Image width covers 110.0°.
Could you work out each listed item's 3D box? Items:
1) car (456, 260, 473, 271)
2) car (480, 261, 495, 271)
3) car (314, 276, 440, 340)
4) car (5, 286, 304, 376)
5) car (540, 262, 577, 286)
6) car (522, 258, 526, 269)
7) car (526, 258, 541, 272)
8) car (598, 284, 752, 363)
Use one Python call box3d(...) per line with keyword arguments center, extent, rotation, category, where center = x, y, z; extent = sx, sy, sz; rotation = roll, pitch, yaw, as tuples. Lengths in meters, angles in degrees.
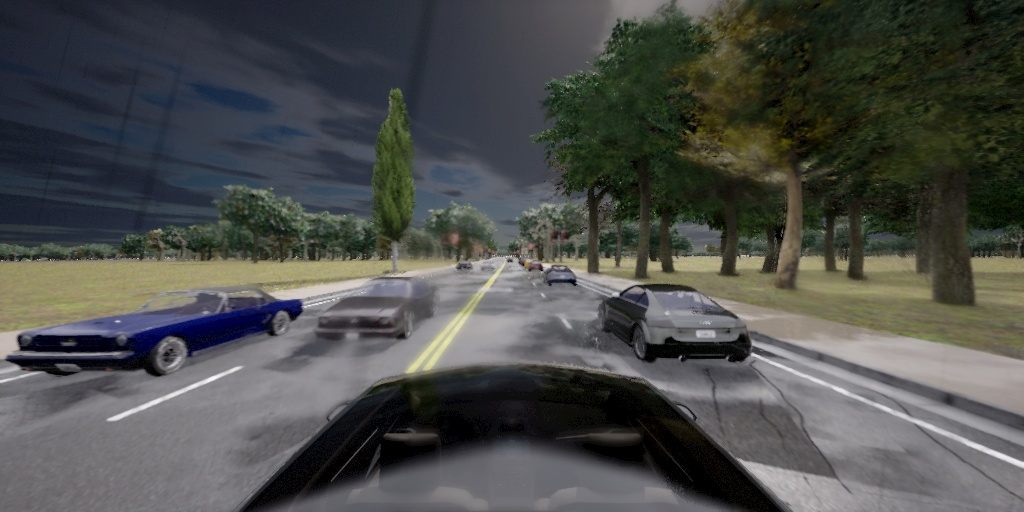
box3d(center=(-6.701, 1.345, 51.355), extent=(2.033, 1.411, 5.357), rotation=(0, 0, 0), category="car")
box3d(center=(-3.459, 1.399, 51.677), extent=(1.895, 1.301, 4.718), rotation=(0, 0, 0), category="car")
box3d(center=(-3.357, 1.300, 10.213), extent=(2.033, 1.411, 5.357), rotation=(0, 0, 0), category="car")
box3d(center=(-6.605, 1.353, 7.544), extent=(1.895, 1.301, 4.718), rotation=(0, 0, 0), category="car")
box3d(center=(3.315, 1.326, 25.447), extent=(1.994, 1.385, 4.181), rotation=(0, 0, 0), category="car")
box3d(center=(3.072, 1.285, 58.243), extent=(1.882, 1.535, 5.008), rotation=(0, 0, 0), category="car")
box3d(center=(3.131, 1.317, 47.237), extent=(1.812, 1.442, 4.674), rotation=(0, 0, 0), category="car")
box3d(center=(3.345, 1.315, 8.197), extent=(1.994, 1.385, 4.181), rotation=(0, 0, 0), category="car")
